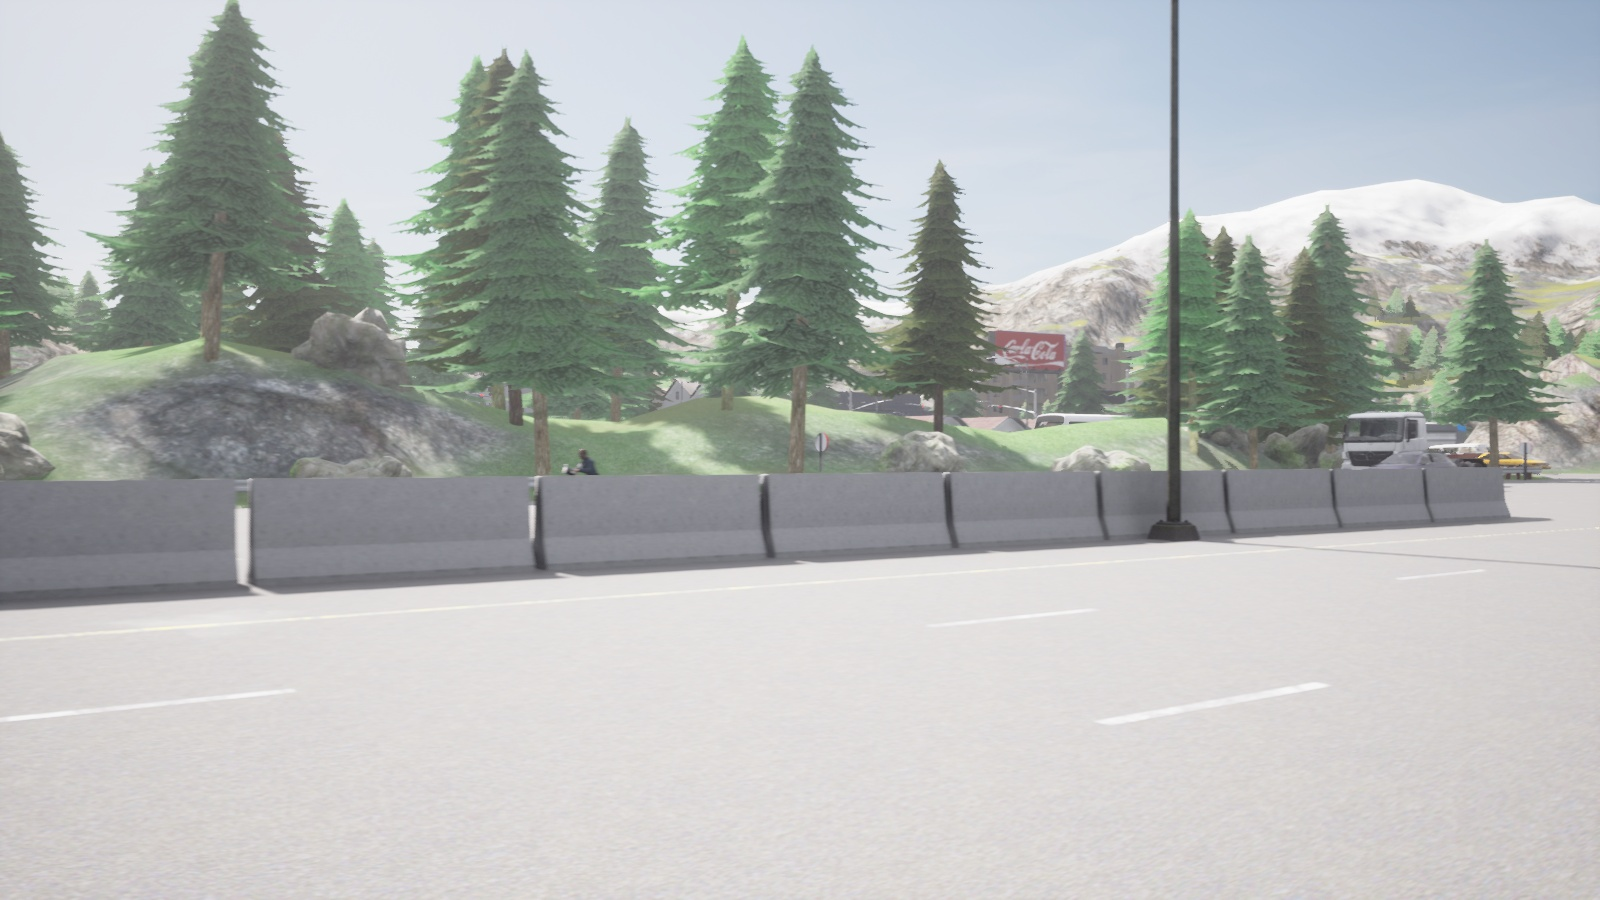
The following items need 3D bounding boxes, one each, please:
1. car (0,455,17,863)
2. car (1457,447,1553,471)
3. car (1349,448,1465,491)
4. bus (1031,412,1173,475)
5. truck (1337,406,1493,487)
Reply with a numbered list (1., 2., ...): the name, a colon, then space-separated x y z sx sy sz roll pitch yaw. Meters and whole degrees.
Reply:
1. car: -5.460 0.766 4.127 4.792 1.488 2.163 0 0 -35
2. car: 47.094 0.597 84.016 1.801 1.575 5.366 0 0 -35
3. car: 24.367 0.748 50.360 4.856 1.649 2.033 0 0 -35
4. bus: 21.590 -0.460 89.429 10.273 4.253 3.944 0 0 -35
5. truck: 28.076 -0.154 57.191 7.936 3.462 2.891 0 0 -35
